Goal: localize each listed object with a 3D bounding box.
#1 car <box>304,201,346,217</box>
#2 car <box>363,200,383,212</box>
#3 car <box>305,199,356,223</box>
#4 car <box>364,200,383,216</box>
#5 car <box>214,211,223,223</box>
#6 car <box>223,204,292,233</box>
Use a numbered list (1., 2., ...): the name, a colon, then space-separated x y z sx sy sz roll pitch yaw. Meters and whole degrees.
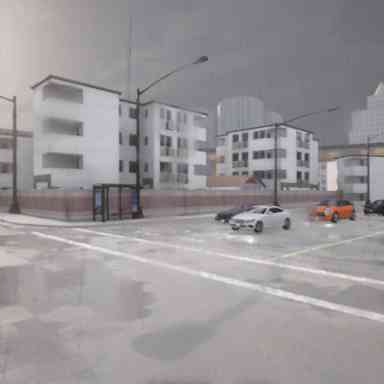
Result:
1. car: 13.109 1.633 32.601 4.718 1.301 1.895 0 0 -41
2. car: 22.794 1.634 39.724 4.718 1.301 1.895 0 0 -27
3. car: 10.892 1.372 25.966 4.553 1.767 2.097 0 0 -41
4. car: 18.795 1.501 32.822 5.008 1.535 1.882 0 0 -38
5. car: 4.059 1.575 24.541 5.357 1.411 2.033 0 0 -42
6. car: 4.254 1.543 19.967 4.674 1.442 1.812 0 0 -43
